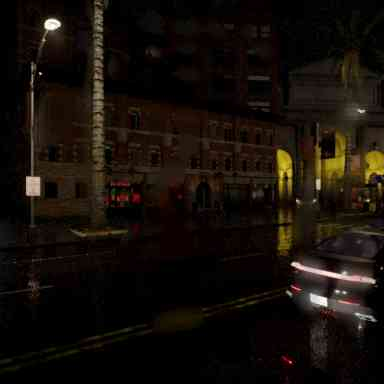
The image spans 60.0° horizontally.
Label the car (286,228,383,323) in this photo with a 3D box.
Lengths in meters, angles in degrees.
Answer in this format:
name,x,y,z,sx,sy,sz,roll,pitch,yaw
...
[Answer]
name,x,y,z,sx,sy,sz,roll,pitch,yaw
car,3.982,1.492,6.652,4.902,1.511,2.128,0,0,-35
